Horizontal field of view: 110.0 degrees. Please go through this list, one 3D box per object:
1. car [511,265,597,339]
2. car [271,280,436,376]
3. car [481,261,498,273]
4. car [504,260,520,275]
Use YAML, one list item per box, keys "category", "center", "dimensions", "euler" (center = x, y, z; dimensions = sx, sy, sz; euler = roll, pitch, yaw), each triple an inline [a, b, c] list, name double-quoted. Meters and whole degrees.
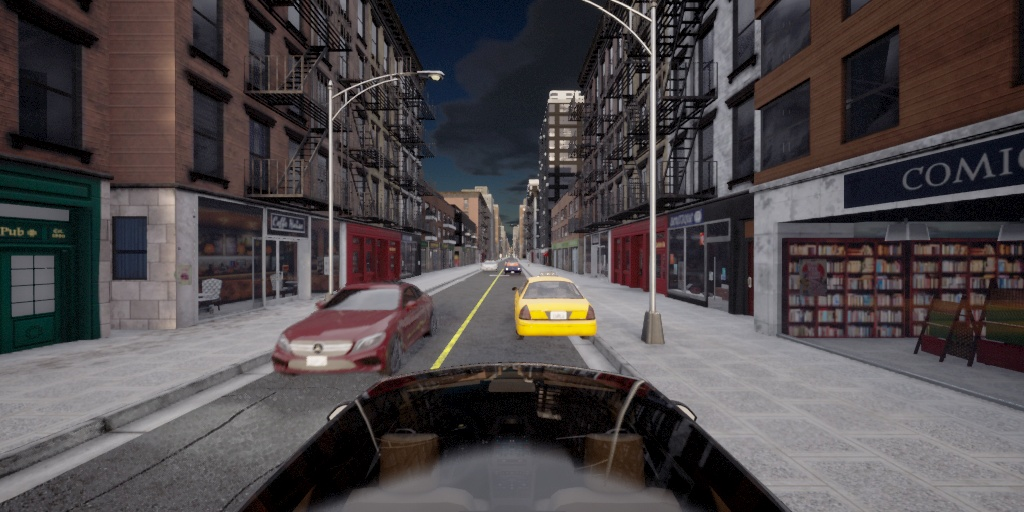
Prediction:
- category: "car"
  center: [0.965, 1.206, 9.991]
  dimensions: [1.801, 1.575, 5.366]
  euler: [0, 0, 0]
- category: "car"
  center: [-2.846, 1.275, 7.559]
  dimensions: [1.812, 1.442, 4.674]
  euler: [0, 0, 0]
- category: "car"
  center: [-2.734, 1.305, 44.802]
  dimensions: [1.812, 1.442, 4.674]
  euler: [0, 0, 0]
- category: "car"
  center: [0.089, 1.373, 39.079]
  dimensions: [1.895, 1.301, 4.718]
  euler: [0, 0, 0]
